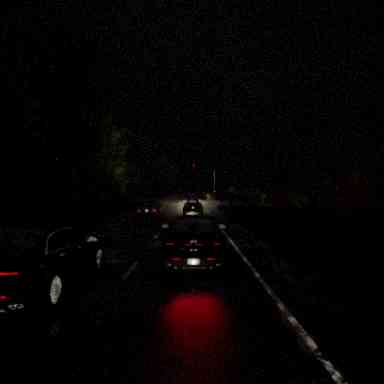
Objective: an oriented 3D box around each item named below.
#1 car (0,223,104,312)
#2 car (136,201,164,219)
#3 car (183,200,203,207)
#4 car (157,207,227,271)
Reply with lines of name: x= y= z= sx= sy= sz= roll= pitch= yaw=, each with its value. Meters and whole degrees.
car: x=-3.468 y=1.484 z=7.688 sx=1.837 sy=1.490 sz=4.892 roll=0 pitch=0 yaw=0
car: x=-3.414 y=1.465 z=27.627 sx=2.033 sy=1.411 sz=5.357 roll=0 pitch=0 yaw=0
car: x=0.093 y=1.461 z=33.769 sx=1.994 sy=1.385 sz=4.181 roll=0 pitch=0 yaw=0
car: x=0.054 y=1.475 z=10.738 sx=1.837 sy=1.490 sz=4.892 roll=0 pitch=1 yaw=0
